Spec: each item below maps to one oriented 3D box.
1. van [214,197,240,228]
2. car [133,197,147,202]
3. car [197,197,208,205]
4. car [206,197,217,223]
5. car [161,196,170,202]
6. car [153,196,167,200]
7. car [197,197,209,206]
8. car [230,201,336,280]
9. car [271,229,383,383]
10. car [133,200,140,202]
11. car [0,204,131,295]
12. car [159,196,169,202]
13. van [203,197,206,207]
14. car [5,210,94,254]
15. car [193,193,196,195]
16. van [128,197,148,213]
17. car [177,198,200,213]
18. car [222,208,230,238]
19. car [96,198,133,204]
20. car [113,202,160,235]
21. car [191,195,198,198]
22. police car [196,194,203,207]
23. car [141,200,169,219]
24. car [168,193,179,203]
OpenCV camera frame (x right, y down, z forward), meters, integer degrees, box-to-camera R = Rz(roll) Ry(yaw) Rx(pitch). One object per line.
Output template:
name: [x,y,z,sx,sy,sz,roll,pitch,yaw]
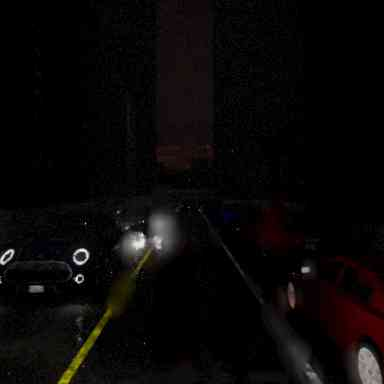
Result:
van: [2.543,1.389,20.128,1.690,1.788,3.998,-1,0,-1]
car: [-6.172,1.555,34.087,1.967,1.590,4.097,-1,0,-1]
car: [1.965,1.730,65.861,1.947,1.339,4.313,-1,0,-1]
car: [2.486,1.378,25.215,2.192,1.841,5.009,-1,0,-1]
car: [-6.815,1.784,86.567,1.947,1.339,4.313,-1,0,-1]
car: [-6.551,1.734,65.057,1.887,1.381,4.507,-1,0,-1]
car: [2.029,1.720,60.658,1.947,1.339,4.313,-1,0,-1]
car: [2.656,1.334,9.954,2.192,1.841,5.009,-1,0,-1]
car: [2.717,1.548,4.866,1.887,1.381,4.507,-1,0,-1]
car: [-6.111,1.646,29.202,1.887,1.381,4.507,-1,0,-1]
car: [-3.190,1.387,9.006,2.097,1.767,4.553,0,0,-1]
car: [-6.749,1.764,81.188,2.008,1.369,4.403,-1,0,-1]
van: [2.373,1.432,35.390,1.690,1.788,3.998,-1,0,-1]
car: [-5.930,1.610,14.544,2.008,1.369,4.403,-1,0,-1]
car: [1.771,1.712,81.638,1.752,1.417,4.829,-1,0,-1]
van: [-6.234,1.469,38.973,1.690,1.788,3.998,-1,0,-1]
car: [-0.358,1.672,38.574,1.994,1.385,4.181,0,0,0]
car: [2.604,1.615,15.040,1.802,1.307,4.206,-1,0,-1]
car: [-6.054,1.403,24.316,2.192,1.841,5.009,-1,0,-1]
car: [-3.307,1.556,19.385,2.128,1.511,4.902,0,0,0]
car: [-0.478,1.639,48.641,1.837,1.490,4.892,0,0,0]
police car: [1.782,1.553,49.272,1.930,1.638,5.238,0,0,-1]
car: [-3.401,1.695,29.845,1.895,1.301,4.718,0,0,0]
car: [-3.875,1.638,72.771,1.837,1.490,4.892,0,0,-1]
